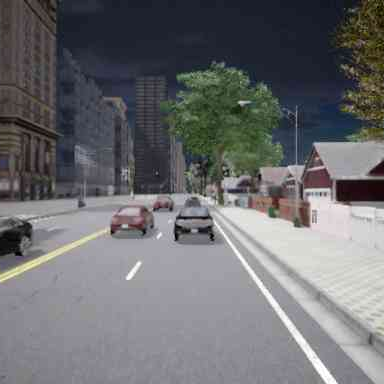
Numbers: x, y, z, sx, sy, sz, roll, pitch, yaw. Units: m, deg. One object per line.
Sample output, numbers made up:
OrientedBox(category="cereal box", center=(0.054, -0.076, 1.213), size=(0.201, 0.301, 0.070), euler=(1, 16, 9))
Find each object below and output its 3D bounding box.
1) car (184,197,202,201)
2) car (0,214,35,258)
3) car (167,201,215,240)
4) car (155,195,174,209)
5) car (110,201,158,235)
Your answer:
OrientedBox(category="car", center=(0.104, 1.335, 39.440), size=(1.837, 1.490, 4.892), euler=(0, 0, 0))
OrientedBox(category="car", center=(-6.542, 1.442, 9.893), size=(2.128, 1.511, 4.902), euler=(0, 0, 1))
OrientedBox(category="car", center=(0.103, 1.414, 16.461), size=(2.128, 1.511, 4.902), euler=(0, 0, 0))
OrientedBox(category="car", center=(-3.148, 1.189, 38.128), size=(2.097, 1.767, 4.553), euler=(0, 0, 0))
OrientedBox(category="car", center=(-3.177, 1.438, 18.134), size=(1.812, 1.442, 4.674), euler=(0, 0, 0))
